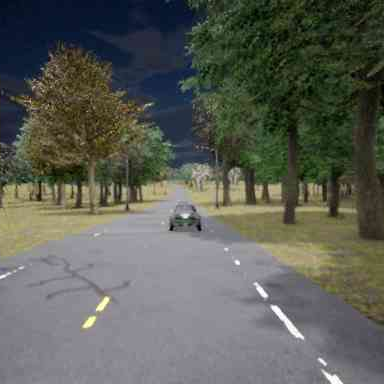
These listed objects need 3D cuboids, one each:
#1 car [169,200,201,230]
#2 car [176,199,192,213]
[{"bbox_3d":[-0.494,1.663,23.694,2.097,1.767,4.553,-1,-1,-2],"label":"car"},{"bbox_3d":[-1.158,1.989,47.670,2.097,1.767,4.553,-1,-1,-2],"label":"car"}]
